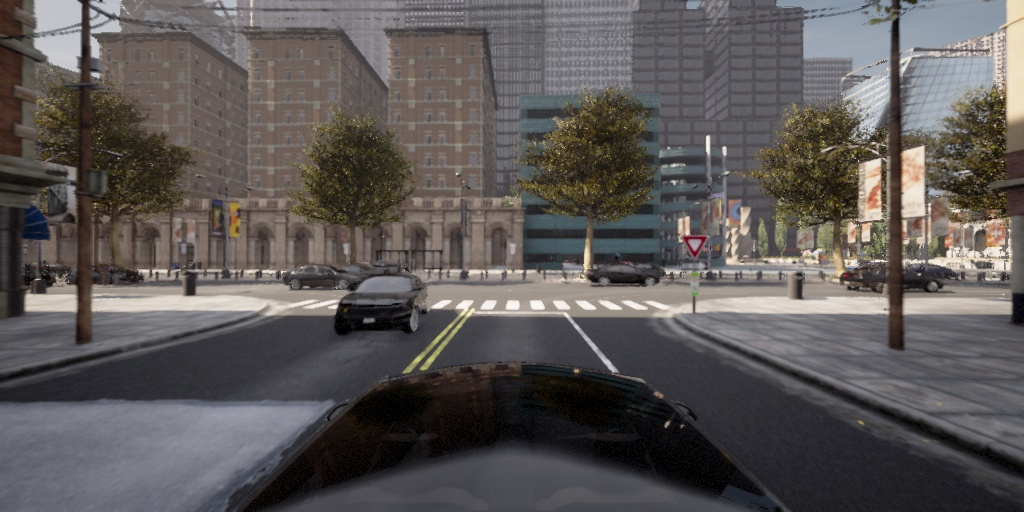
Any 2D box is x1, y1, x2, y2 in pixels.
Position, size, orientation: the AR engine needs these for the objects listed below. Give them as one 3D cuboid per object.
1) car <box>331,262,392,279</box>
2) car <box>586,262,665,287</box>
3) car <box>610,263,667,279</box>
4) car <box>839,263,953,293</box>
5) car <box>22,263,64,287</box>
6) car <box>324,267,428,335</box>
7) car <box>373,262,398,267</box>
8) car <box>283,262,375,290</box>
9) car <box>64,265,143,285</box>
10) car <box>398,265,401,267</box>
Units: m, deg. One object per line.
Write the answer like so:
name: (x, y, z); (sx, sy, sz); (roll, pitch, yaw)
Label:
car: (-14.174, 1.332, 33.938); (4.902, 1.511, 2.128); (0, 0, 2)
car: (7.713, 1.312, 25.096); (5.008, 1.535, 1.882); (0, 0, 2)
car: (11.643, 1.390, 33.171); (4.674, 1.442, 1.812); (0, 0, 2)
car: (22.292, 1.342, 21.176); (4.892, 1.490, 1.837); (0, 0, 2)
car: (-32.116, 1.137, 22.756); (4.553, 1.767, 2.097); (0, 0, 2)
car: (-3.688, 1.254, 10.932); (1.882, 1.535, 5.008); (0, 0, -8)
car: (-11.005, 1.342, 25.641); (4.674, 1.442, 1.812); (0, 0, 2)
car: (-11.447, 1.310, 22.152); (4.892, 1.490, 1.837); (0, 0, 2)
car: (-29.693, 1.363, 26.186); (4.181, 1.385, 1.994); (0, 0, 2)
car: (-14.071, 1.343, 37.435); (4.902, 1.511, 2.128); (0, 0, 2)
